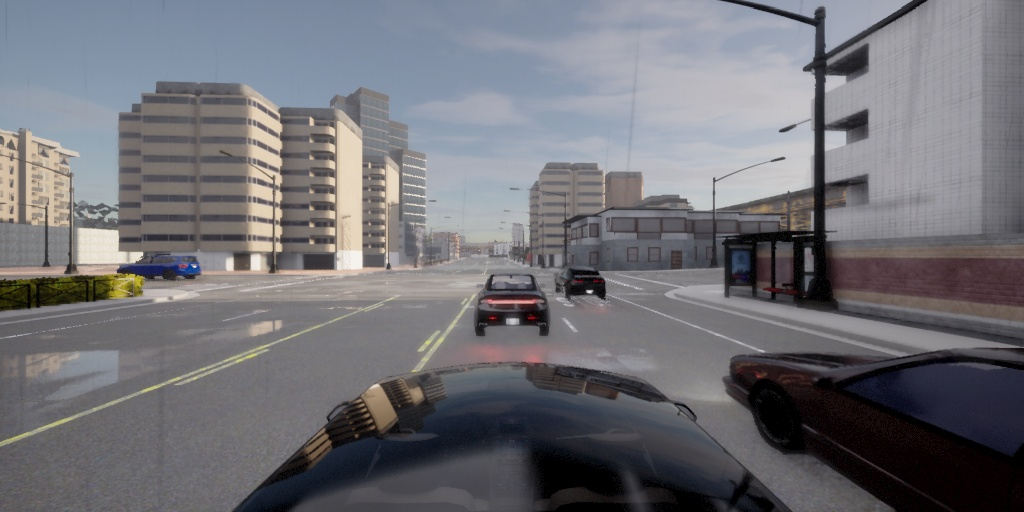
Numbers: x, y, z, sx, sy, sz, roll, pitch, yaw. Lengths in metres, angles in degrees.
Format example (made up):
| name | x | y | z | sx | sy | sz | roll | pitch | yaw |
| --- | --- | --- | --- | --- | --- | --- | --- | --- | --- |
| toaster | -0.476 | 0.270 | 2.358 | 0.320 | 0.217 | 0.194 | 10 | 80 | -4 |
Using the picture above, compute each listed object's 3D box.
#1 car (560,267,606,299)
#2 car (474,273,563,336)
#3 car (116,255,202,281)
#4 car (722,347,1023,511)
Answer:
| name | x | y | z | sx | sy | sz | roll | pitch | yaw |
| --- | --- | --- | --- | --- | --- | --- | --- | --- | --- |
| car | 3.288 | 1.258 | 17.941 | 1.837 | 1.490 | 4.892 | 0 | 1 | -2 |
| car | -0.020 | 1.242 | 10.379 | 2.128 | 1.511 | 4.902 | 0 | 0 | -1 |
| car | -28.796 | 0.972 | 29.396 | 5.566 | 2.045 | 2.150 | 0 | 0 | -2 |
| car | 3.581 | 1.298 | 2.038 | 2.033 | 1.411 | 5.357 | 0 | 0 | 0 |
